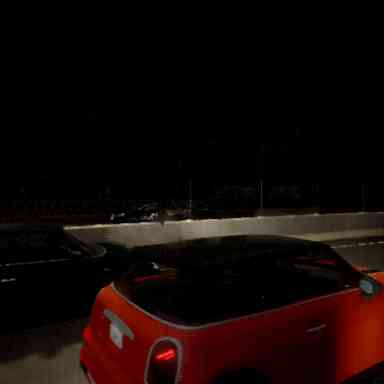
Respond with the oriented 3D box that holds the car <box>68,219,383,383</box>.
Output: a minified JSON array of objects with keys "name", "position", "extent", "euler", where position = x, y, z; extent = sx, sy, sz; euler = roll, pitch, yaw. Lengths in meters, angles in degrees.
[{"name":"car","position":[1.067,1.341,4.243],"extent":[4.553,1.767,2.097],"euler":[0,0,-34]}]

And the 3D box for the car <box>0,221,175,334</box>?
[{"name":"car","position":[-2.769,1.329,5.874],"extent":[4.553,1.767,2.097],"euler":[0,0,-35]}]

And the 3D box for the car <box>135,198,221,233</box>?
[{"name":"car","position":[-0.805,1.294,19.615],"extent":[4.553,1.767,2.097],"euler":[0,0,-29]}]

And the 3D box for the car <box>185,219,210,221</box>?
[{"name":"car","position":[-1.208,1.554,15.440],"extent":[4.718,1.301,1.895],"euler":[0,0,-30]}]
